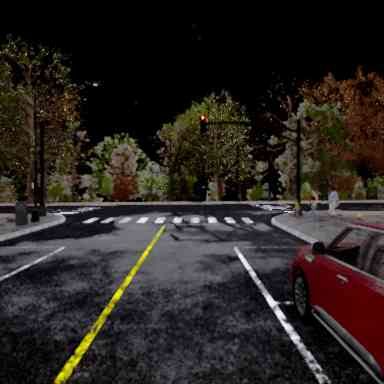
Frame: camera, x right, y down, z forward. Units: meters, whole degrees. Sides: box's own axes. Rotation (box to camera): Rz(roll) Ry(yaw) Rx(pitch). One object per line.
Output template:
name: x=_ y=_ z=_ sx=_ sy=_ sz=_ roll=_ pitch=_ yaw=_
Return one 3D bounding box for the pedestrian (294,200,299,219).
pedestrian: x=6.154 y=1.024 z=19.442 sx=0.500 sy=1.100 sz=0.500 roll=1 pitch=1 yaw=0

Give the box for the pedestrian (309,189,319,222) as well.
pedestrian: x=6.694 y=0.688 z=18.237 sx=0.375 sy=1.860 sz=0.375 roll=1 pitch=1 yaw=0

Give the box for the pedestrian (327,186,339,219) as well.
pedestrian: x=8.033 y=0.590 z=18.835 sx=0.375 sy=1.860 sz=0.375 roll=1 pitch=1 yaw=0

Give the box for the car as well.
car: x=2.720 y=1.216 z=3.834 sx=2.192 sy=1.841 sz=5.009 roll=1 pitch=1 yaw=0
